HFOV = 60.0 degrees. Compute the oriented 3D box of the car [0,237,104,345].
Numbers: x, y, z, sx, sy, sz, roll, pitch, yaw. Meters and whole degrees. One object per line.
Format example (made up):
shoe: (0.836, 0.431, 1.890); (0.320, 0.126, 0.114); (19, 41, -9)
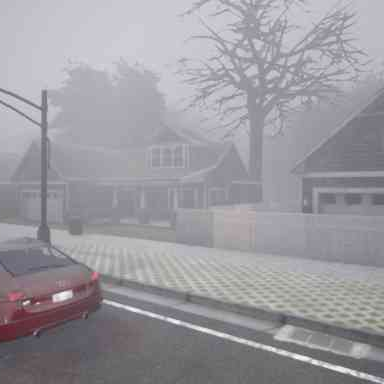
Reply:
car: (-3.612, 1.564, 6.251); (4.181, 1.385, 1.994); (0, 0, 35)
